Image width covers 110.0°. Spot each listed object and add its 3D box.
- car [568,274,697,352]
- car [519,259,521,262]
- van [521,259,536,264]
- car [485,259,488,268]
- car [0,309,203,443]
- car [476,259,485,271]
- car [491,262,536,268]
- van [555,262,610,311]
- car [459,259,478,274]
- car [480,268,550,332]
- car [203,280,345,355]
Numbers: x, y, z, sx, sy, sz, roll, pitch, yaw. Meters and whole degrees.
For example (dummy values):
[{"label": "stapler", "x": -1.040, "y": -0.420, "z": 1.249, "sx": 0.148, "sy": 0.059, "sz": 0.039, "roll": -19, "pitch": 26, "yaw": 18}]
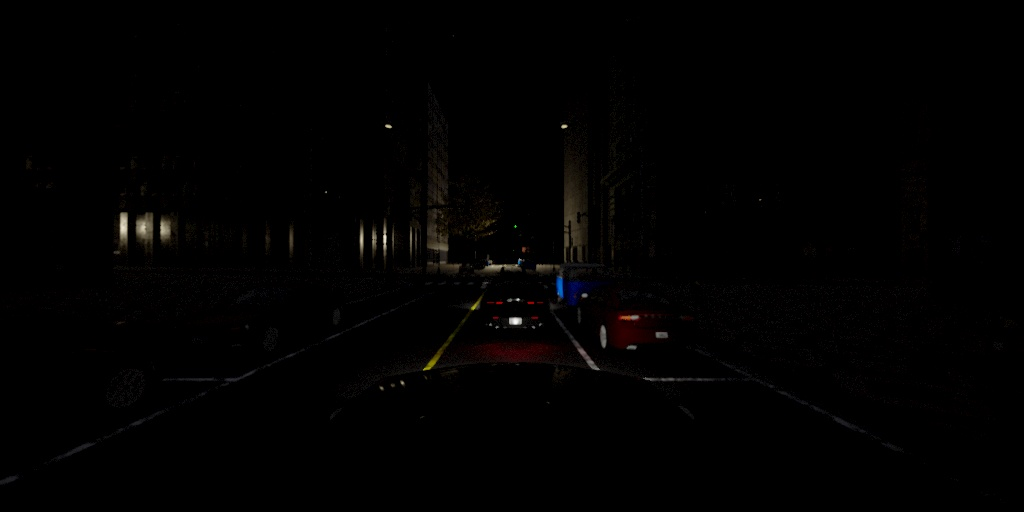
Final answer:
[{"label": "car", "x": 2.759, "y": 1.331, "z": 8.841, "sx": 1.888, "sy": 1.381, "sz": 4.507, "roll": 0, "pitch": 0, "yaw": 0}, {"label": "car", "x": 2.600, "y": 1.638, "z": 63.175, "sx": 1.888, "sy": 1.381, "sz": 4.507, "roll": 0, "pitch": 0, "yaw": 0}, {"label": "van", "x": 2.629, "y": 1.369, "z": 52.349, "sx": 1.690, "sy": 1.789, "sz": 3.998, "roll": 0, "pitch": 0, "yaw": 0}, {"label": "car", "x": -5.925, "y": 1.406, "z": 62.797, "sx": 2.192, "sy": 1.841, "sz": 5.009, "roll": 0, "pitch": 0, "yaw": 0}, {"label": "car", "x": -5.780, "y": 1.303, "z": 3.311, "sx": 1.888, "sy": 1.381, "sz": 4.507, "roll": 0, "pitch": 0, "yaw": 0}, {"label": "car", "x": -5.910, "y": 1.605, "z": 57.508, "sx": 1.888, "sy": 1.381, "sz": 4.507, "roll": 0, "pitch": 0, "yaw": 0}, {"label": "car", "x": -0.012, "y": 1.345, "z": 21.295, "sx": 2.128, "sy": 1.511, "sz": 4.902, "roll": 0, "pitch": 0, "yaw": -3}, {"label": "van", "x": 2.745, "y": 1.156, "z": 14.366, "sx": 1.690, "sy": 1.789, "sz": 3.998, "roll": 0, "pitch": 0, "yaw": 0}, {"label": "car", "x": -5.888, "y": 1.522, "z": 46.758, "sx": 1.751, "sy": 1.417, "sz": 4.829, "roll": 0, "pitch": 0, "yaw": 0}, {"label": "car", "x": 0.078, "y": 1.304, "z": 11.022, "sx": 1.837, "sy": 1.490, "sz": 4.892, "roll": 0, "pitch": 0, "yaw": 0}, {"label": "car", "x": -5.797, "y": 1.332, "z": 8.836, "sx": 1.888, "sy": 1.381, "sz": 4.507, "roll": 0, "pitch": 0, "yaw": 0}]
